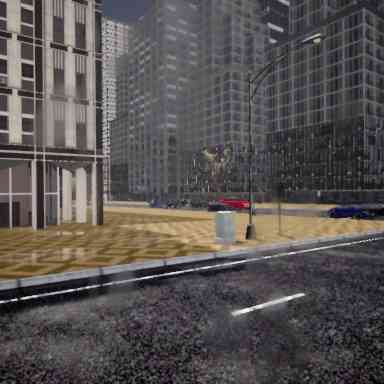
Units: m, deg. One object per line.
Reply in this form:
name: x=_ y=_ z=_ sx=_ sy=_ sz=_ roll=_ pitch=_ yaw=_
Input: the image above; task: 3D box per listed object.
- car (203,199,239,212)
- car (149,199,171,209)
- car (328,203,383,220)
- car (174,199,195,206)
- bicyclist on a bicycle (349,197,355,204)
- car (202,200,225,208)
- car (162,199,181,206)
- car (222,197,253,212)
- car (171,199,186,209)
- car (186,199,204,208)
car: x=4.018 y=2.139 z=46.636 sx=1.994 sy=1.385 sz=4.181 roll=-1 pitch=-1 yaw=-35
car: x=-6.306 y=2.428 z=61.373 sx=1.812 sy=1.442 sz=4.674 roll=-1 pitch=-1 yaw=-35
car: x=14.923 y=1.841 z=31.097 sx=1.994 sy=1.385 sz=4.181 roll=-1 pitch=-1 yaw=-33
car: x=-1.726 y=2.220 z=71.769 sx=2.128 sy=1.511 sz=4.902 roll=-1 pitch=-1 yaw=-35
bicyclist on a bicycle: x=21.996 y=1.573 z=45.642 sx=1.656 sy=1.620 sz=0.582 roll=-1 pitch=0 yaw=-35
car: x=4.040 y=2.306 z=63.634 sx=1.895 sy=1.301 sz=4.718 roll=-1 pitch=-1 yaw=-35
car: x=-4.378 y=2.248 z=69.890 sx=1.812 sy=1.442 sz=4.674 roll=-1 pitch=-1 yaw=-35
car: x=6.416 y=1.773 z=48.865 sx=2.150 sy=2.045 sz=5.566 roll=-1 pitch=0 yaw=-35
car: x=-3.656 y=2.329 z=63.252 sx=1.837 sy=1.490 sz=4.892 roll=-1 pitch=-1 yaw=-35
car: x=1.304 y=2.301 z=61.971 sx=1.994 sy=1.385 sz=4.181 roll=-1 pitch=-1 yaw=-35
